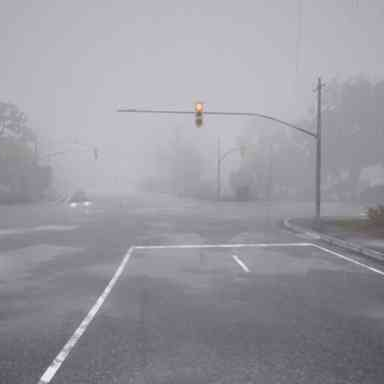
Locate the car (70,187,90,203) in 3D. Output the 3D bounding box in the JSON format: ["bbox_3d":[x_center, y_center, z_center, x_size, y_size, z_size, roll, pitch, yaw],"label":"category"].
[{"bbox_3d":[-13.487,0.532,40.258,1.837,1.490,4.892,-1,4,-16],"label":"car"}]

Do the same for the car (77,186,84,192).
[{"bbox_3d":[-28.915,-0.818,86.281,1.837,1.490,4.892,-1,2,-18],"label":"car"}]
